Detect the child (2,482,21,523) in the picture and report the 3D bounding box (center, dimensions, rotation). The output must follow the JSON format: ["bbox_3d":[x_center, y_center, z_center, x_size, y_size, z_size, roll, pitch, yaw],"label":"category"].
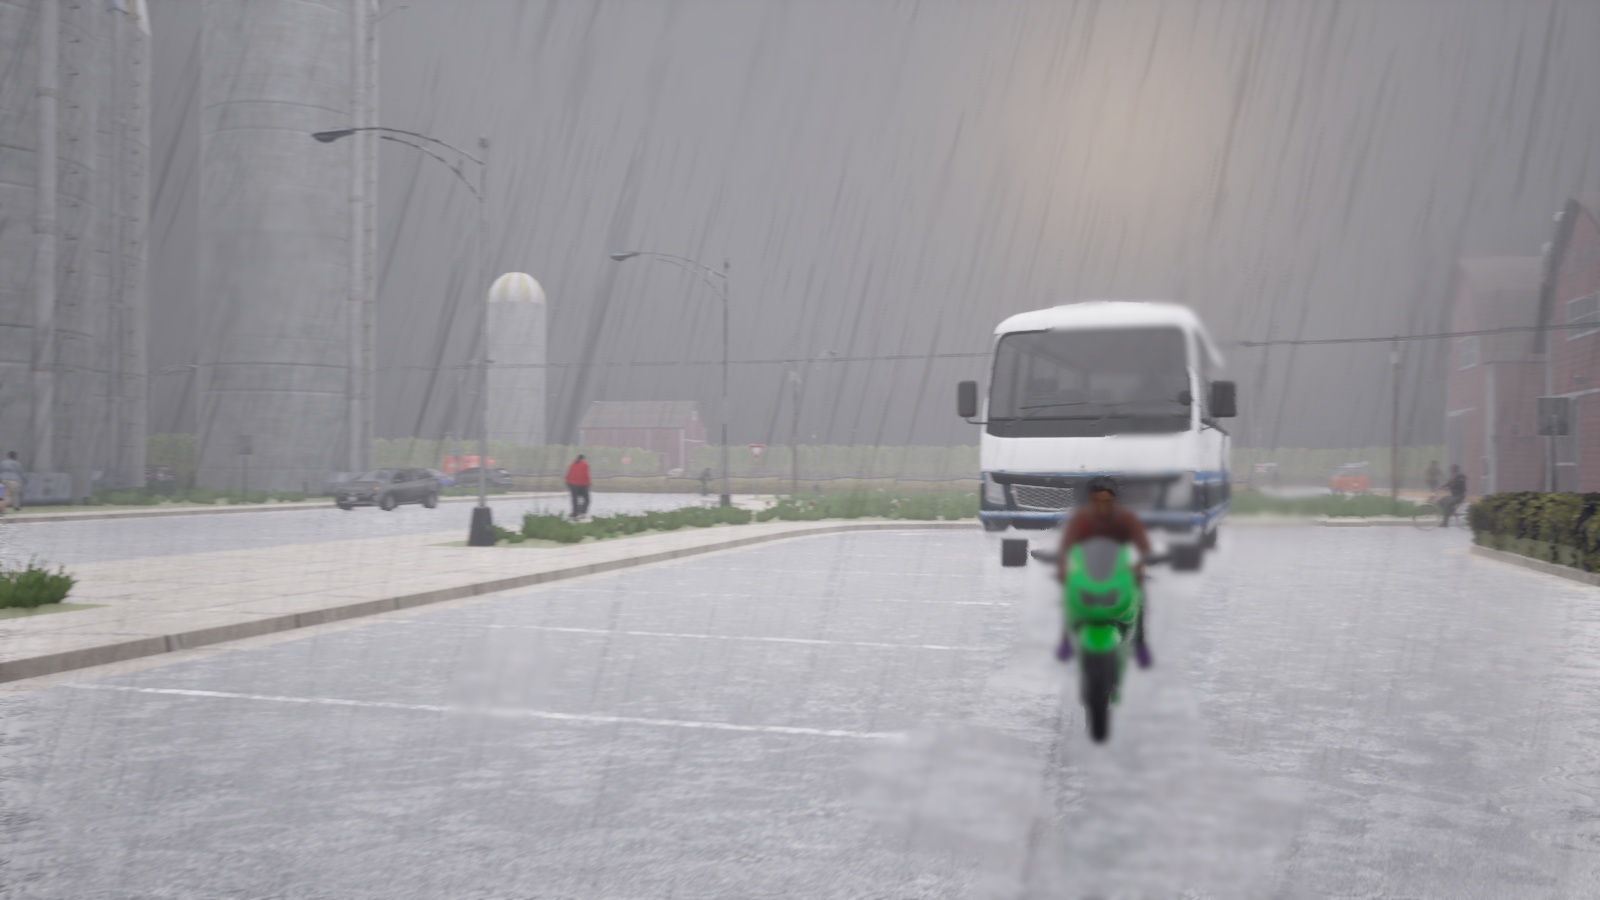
[{"bbox_3d":[-21.448,1.429,34.143,0.255,1.110,0.394,0,-1,1],"label":"child"}]

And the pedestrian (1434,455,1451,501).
[{"bbox_3d":[25.260,1.101,49.359,0.328,1.805,0.869,0,-1,10],"label":"pedestrian"}]

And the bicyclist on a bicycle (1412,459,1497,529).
[{"bbox_3d":[16.854,1.127,32.349,1.843,1.776,0.659,0,-1,-2],"label":"bicyclist on a bicycle"}]

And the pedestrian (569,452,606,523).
[{"bbox_3d":[-5.599,0.988,33.125,0.634,1.844,0.899,0,-1,14],"label":"pedestrian"}]

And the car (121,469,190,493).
[{"bbox_3d":[-44.211,2.148,86.129,3.988,1.617,1.851,0,-1,16],"label":"car"}]

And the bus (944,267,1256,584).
[{"bbox_3d":[5.840,-0.241,22.352,3.944,4.253,10.273,-1,-1,22],"label":"bus"}]

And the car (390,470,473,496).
[{"bbox_3d":[-22.358,1.983,76.207,4.514,1.525,2.007,0,-1,17],"label":"car"}]

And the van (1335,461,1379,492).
[{"bbox_3d":[36.604,1.717,82.633,1.775,1.987,4.442,0,-1,13],"label":"van"}]

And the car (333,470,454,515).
[{"bbox_3d":[-14.619,1.493,45.471,2.007,1.525,4.514,0,-1,15],"label":"car"}]

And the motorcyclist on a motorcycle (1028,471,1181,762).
[{"bbox_3d":[1.921,0.906,7.792,0.797,1.523,2.044,0,0,16],"label":"motorcyclist on a motorcycle"}]

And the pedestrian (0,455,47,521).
[{"bbox_3d":[-22.334,1.080,36.035,0.874,1.855,0.900,0,-1,8],"label":"pedestrian"}]

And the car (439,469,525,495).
[{"bbox_3d":[-20.023,2.005,79.145,4.856,1.649,2.033,0,-1,16],"label":"car"}]
